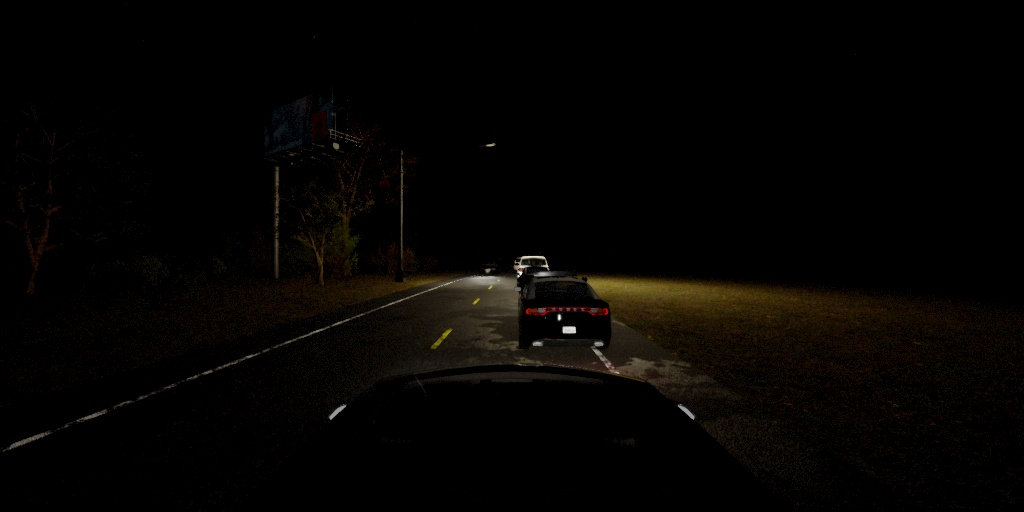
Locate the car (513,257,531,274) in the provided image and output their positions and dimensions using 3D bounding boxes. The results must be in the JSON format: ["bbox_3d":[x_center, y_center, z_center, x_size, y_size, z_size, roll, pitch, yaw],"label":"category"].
[{"bbox_3d":[1.395,1.203,46.496,2.150,2.045,5.566,0,0,4],"label":"car"}]

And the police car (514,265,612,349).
[{"bbox_3d":[1.100,1.184,9.286,1.930,1.638,5.238,0,0,1],"label":"police car"}]

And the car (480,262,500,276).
[{"bbox_3d":[-2.447,1.421,40.349,2.128,1.511,4.902,0,0,3],"label":"car"}]

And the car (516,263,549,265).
[{"bbox_3d":[1.277,1.296,19.142,1.837,1.490,4.892,0,0,1],"label":"car"}]

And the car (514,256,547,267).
[{"bbox_3d":[1.446,1.044,25.151,2.150,2.045,5.566,0,0,2],"label":"car"}]
